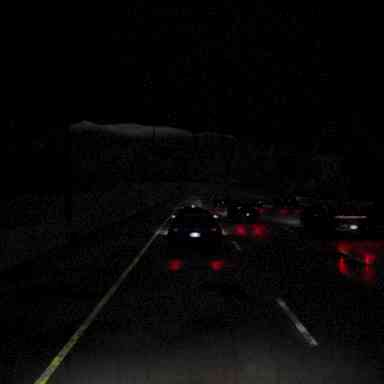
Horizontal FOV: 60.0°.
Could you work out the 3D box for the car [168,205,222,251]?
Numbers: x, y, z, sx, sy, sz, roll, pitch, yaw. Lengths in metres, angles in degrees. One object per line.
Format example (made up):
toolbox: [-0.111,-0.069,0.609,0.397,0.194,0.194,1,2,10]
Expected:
car: [0.103,1.416,13.345,1.994,1.385,4.181,0,1,0]

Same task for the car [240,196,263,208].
car: [7.111,1.179,40.131,1.895,1.301,4.718,0,1,0]

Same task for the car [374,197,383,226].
car: [10.605,1.042,16.410,2.150,2.045,5.566,0,1,0]

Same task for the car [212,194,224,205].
car: [3.611,1.041,41.537,1.882,1.535,5.008,0,1,0]

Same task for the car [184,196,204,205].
car: [0.110,1.158,34.861,1.812,1.442,4.674,0,1,0]

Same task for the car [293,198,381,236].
car: [7.105,1.306,17.027,2.128,1.511,4.902,0,1,0]

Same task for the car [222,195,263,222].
car: [3.607,1.236,23.875,2.128,1.511,4.902,0,1,0]

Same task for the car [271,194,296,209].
car: [10.610,0.950,38.233,2.097,1.767,4.553,0,1,0]
